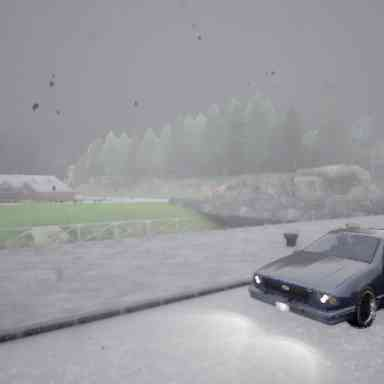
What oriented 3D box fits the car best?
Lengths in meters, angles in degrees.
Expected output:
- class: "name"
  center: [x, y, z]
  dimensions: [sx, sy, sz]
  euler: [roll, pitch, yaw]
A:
- class: "car"
  center: [3.678, 1.509, 7.081]
  dimensions: [5.357, 1.411, 2.033]
  euler: [0, 0, -35]
